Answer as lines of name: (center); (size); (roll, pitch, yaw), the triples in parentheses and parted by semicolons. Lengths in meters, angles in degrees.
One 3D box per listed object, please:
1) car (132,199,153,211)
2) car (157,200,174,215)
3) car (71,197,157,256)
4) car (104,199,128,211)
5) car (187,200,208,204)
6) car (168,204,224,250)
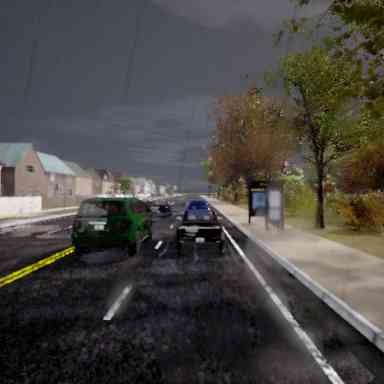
car: (-6.043, 1.565, 41.085); (1.994, 1.385, 4.181); (0, 0, 1)
car: (-2.736, 1.490, 30.328); (2.128, 1.511, 4.902); (0, 0, 1)
car: (-2.940, 1.218, 13.323); (2.150, 2.045, 5.566); (0, 0, 1)
car: (-9.292, 1.563, 41.125); (1.994, 1.385, 4.181); (0, 0, 1)
car: (0.531, 1.479, 31.971); (1.882, 1.535, 5.008); (0, 0, 1)
car: (0.321, 1.491, 14.328); (2.128, 1.511, 4.902); (0, 0, 1)
